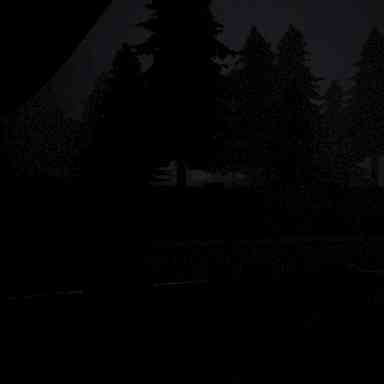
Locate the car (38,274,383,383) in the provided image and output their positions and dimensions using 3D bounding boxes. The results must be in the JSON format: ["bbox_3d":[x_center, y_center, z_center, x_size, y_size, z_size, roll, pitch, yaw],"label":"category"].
[{"bbox_3d":[1.372,1.547,3.006,5.357,1.411,2.033,0,0,-16],"label":"car"}]
